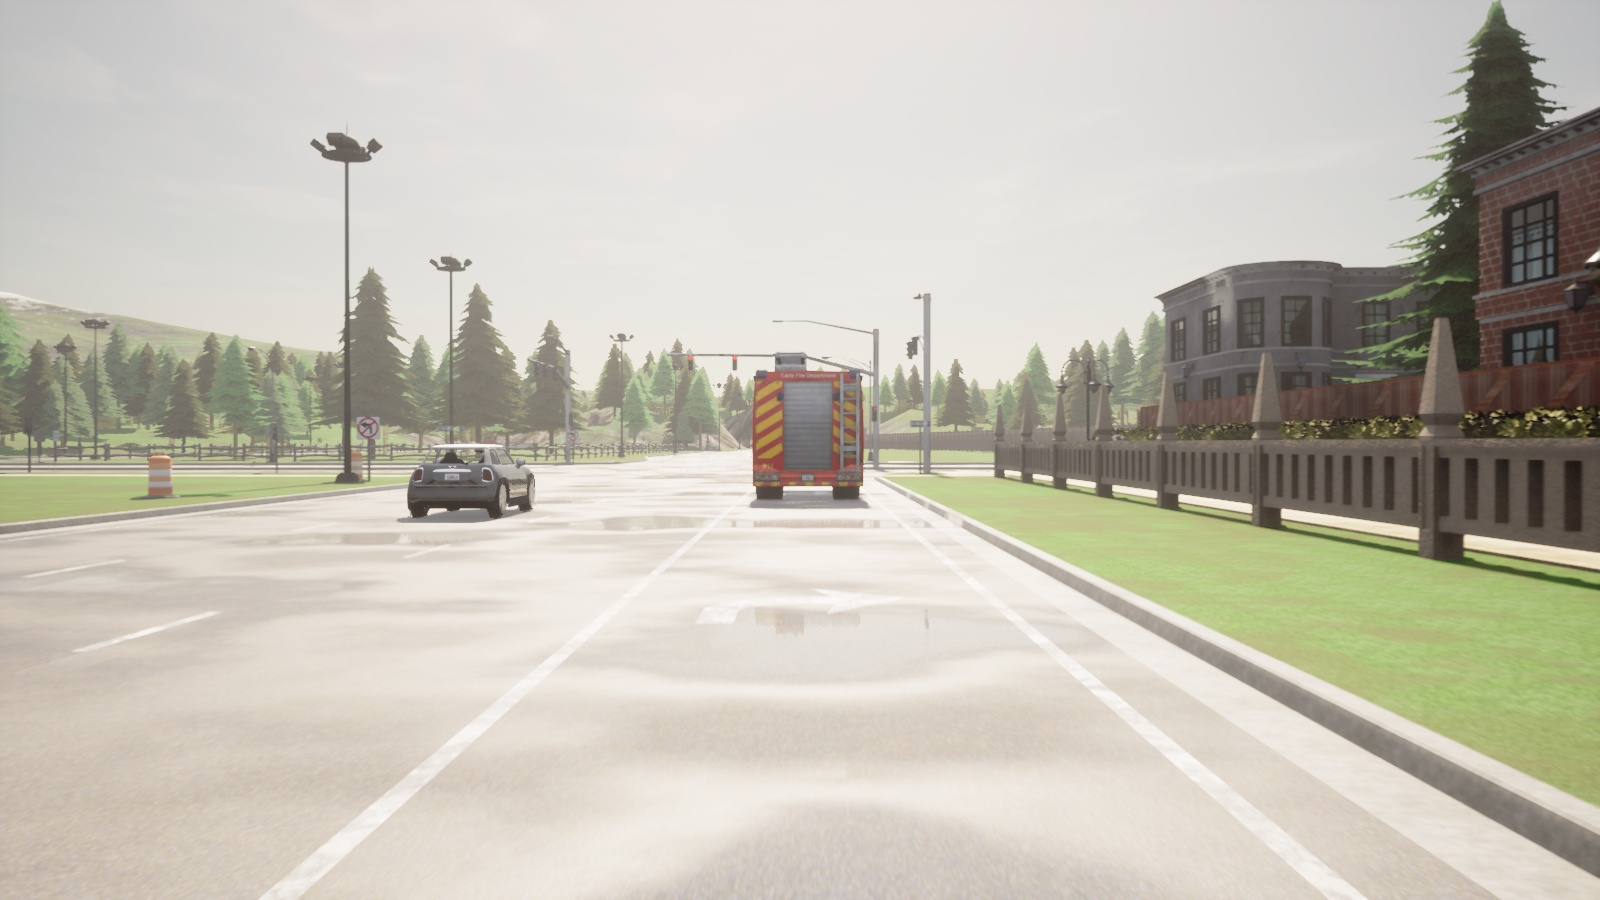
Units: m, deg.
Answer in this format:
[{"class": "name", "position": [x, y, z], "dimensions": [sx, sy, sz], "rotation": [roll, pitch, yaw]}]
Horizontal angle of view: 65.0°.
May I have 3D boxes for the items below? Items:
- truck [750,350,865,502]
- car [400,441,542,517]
[{"class": "truck", "position": [0.220, -0.620, 35.838], "dimensions": [2.891, 3.827, 8.468], "rotation": [0, 0, 0]}, {"class": "car", "position": [-6.834, 0.557, 26.488], "dimensions": [1.970, 1.475, 3.806], "rotation": [0, 0, 0]}]
